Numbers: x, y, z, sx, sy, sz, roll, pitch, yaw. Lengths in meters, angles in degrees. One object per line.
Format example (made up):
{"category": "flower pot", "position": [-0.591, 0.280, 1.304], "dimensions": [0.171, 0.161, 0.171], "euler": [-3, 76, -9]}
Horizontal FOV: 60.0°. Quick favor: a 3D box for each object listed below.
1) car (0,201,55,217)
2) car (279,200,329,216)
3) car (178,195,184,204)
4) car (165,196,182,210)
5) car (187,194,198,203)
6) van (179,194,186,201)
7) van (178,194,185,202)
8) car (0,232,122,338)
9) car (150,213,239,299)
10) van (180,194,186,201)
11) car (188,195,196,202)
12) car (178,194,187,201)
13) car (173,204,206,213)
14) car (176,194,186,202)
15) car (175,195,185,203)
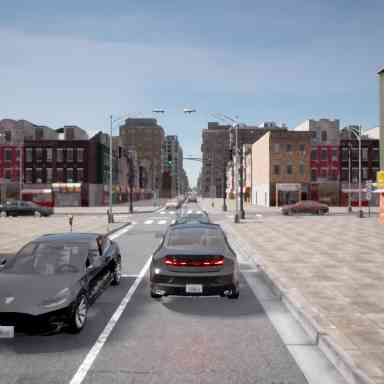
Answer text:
{"category": "car", "position": [-14.739, 1.542, 29.474], "dimensions": [4.892, 1.490, 1.837], "euler": [0, 0, 0]}
{"category": "car", "position": [10.866, 1.538, 32.364], "dimensions": [4.674, 1.442, 1.812], "euler": [0, 0, 0]}
{"category": "car", "position": [-2.591, 1.608, 50.166], "dimensions": [1.887, 1.381, 4.507], "euler": [0, 0, 0]}
{"category": "car", "position": [-2.596, 1.575, 44.391], "dimensions": [1.752, 1.417, 4.829], "euler": [0, 0, 0]}
{"category": "car", "position": [0.069, 1.693, 74.667], "dimensions": [1.994, 1.385, 4.181], "euler": [0, 0, 0]}
{"category": "van", "position": [-2.556, 1.537, 89.404], "dimensions": [1.690, 1.788, 3.998], "euler": [0, 0, 0]}
{"category": "van", "position": [-2.561, 1.515, 83.799], "dimensions": [1.690, 1.788, 3.998], "euler": [0, 0, 0]}
{"category": "car", "position": [-2.628, 1.567, 6.791], "dimensions": [1.947, 1.339, 4.313], "euler": [0, 0, 0]}
{"category": "car", "position": [0.078, 1.507, 8.470], "dimensions": [1.837, 1.490, 4.892], "euler": [0, 0, 1]}
{"category": "van", "position": [-2.551, 1.560, 95.010], "dimensions": [1.690, 1.788, 3.998], "euler": [0, 0, 0]}
{"category": "car", "position": [0.072, 1.654, 84.367], "dimensions": [1.882, 1.535, 5.008], "euler": [0, 0, 0]}
{"category": "car", "position": [-2.576, 1.553, 66.982], "dimensions": [1.967, 1.590, 4.097], "euler": [0, 0, 0]}
{"category": "car", "position": [0.014, 1.612, 19.082], "dimensions": [1.895, 1.301, 4.718], "euler": [0, 0, -1]}
{"category": "car", "position": [-2.566, 1.468, 78.193], "dimensions": [2.192, 1.841, 5.009], "euler": [0, 0, 0]}
{"category": "car", "position": [-2.571, 1.573, 72.587], "dimensions": [1.967, 1.590, 4.097], "euler": [0, 0, 0]}
